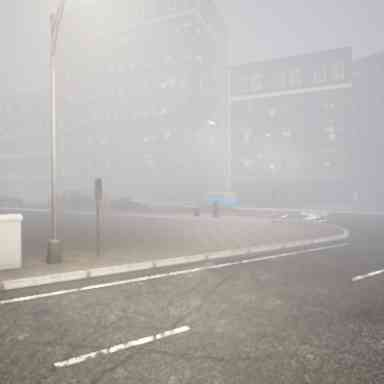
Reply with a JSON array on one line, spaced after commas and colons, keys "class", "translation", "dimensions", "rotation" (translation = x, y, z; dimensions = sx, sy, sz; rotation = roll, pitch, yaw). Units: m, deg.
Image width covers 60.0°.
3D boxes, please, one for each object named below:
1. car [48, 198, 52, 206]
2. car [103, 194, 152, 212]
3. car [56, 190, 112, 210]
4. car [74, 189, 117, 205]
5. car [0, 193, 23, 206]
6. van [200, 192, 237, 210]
[{"class": "car", "translation": [-14.068, 0.946, 37.393], "dimensions": [4.181, 1.385, 1.994], "rotation": [1, 1, 24]}, {"class": "car", "translation": [-5.707, 1.147, 30.874], "dimensions": [4.206, 1.307, 1.802], "rotation": [1, 0, 24]}, {"class": "car", "translation": [-10.853, 0.788, 33.152], "dimensions": [5.009, 1.841, 2.192], "rotation": [1, 0, 24]}, {"class": "car", "translation": [-12.523, 0.650, 43.052], "dimensions": [5.009, 1.841, 2.192], "rotation": [1, 0, 24]}, {"class": "car", "translation": [-21.165, 0.831, 37.706], "dimensions": [4.507, 1.381, 1.887], "rotation": [1, 0, 24]}, {"class": "van", "translation": [2.930, 0.950, 36.223], "dimensions": [3.998, 1.788, 1.690], "rotation": [1, 0, 24]}]
